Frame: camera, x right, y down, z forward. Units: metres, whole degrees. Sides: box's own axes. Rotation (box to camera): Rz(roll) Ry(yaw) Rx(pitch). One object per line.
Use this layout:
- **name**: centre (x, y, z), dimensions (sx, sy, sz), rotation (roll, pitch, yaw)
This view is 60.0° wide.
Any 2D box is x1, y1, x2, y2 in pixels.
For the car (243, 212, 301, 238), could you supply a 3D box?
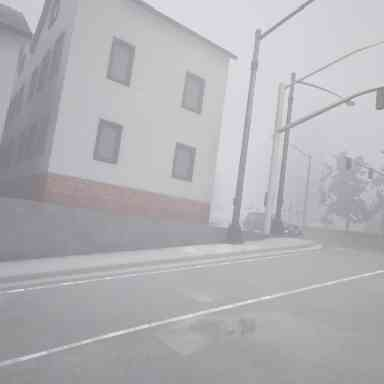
- **car**: centre (7.003, 2.955, 29.617), dimensions (2.150, 2.045, 5.566), rotation (12, -7, -35)

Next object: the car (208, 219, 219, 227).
- **car**: centre (0.864, 3.300, 38.121), dimensions (2.033, 1.411, 5.357), rotation (12, -7, -35)
